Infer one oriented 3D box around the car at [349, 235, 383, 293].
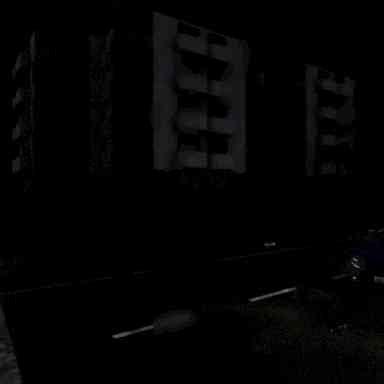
[{"bbox_3d":[5.810,1.477,8.045,5.008,1.535,1.882,0,0,-34],"label":"car"}]
